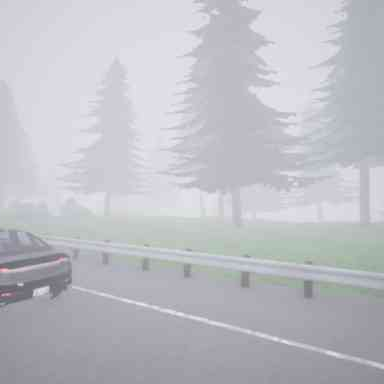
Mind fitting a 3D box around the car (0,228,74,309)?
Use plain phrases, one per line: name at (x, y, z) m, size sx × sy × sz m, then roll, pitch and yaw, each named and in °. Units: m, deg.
car at (-4.622, 1.531, 7.169) m, size 4.902 × 1.511 × 2.128 m, roll 0°, pitch 0°, yaw 35°
